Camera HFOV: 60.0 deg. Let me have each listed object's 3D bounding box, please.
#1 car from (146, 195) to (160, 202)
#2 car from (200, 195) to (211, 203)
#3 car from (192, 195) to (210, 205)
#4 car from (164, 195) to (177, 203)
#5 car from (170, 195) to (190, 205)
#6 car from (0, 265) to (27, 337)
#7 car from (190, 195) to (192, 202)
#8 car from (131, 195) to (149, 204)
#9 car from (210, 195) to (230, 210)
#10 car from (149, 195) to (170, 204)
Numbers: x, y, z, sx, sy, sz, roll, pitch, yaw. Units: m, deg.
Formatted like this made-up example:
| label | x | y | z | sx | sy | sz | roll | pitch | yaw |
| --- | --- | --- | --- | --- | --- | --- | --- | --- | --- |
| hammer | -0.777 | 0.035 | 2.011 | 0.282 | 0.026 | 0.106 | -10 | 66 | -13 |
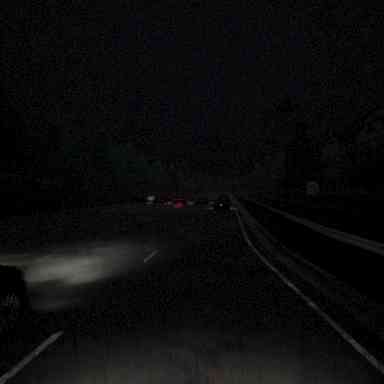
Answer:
| label | x | y | z | sx | sy | sz | roll | pitch | yaw |
| --- | --- | --- | --- | --- | --- | --- | --- | --- | --- |
| car | -7.739 | 1.284 | 66.705 | 1.812 | 1.442 | 4.674 | 0 | 0 | 6 |
| car | 2.699 | 1.344 | 65.570 | 1.994 | 1.385 | 4.181 | 0 | 0 | 6 |
| car | 1.615 | 1.371 | 55.592 | 1.994 | 1.385 | 4.181 | 0 | 0 | 6 |
| car | -4.257 | 1.379 | 66.357 | 1.895 | 1.301 | 4.718 | 0 | 0 | 6 |
| car | -1.906 | 1.306 | 55.589 | 1.837 | 1.490 | 4.892 | 0 | 0 | 6 |
| car | -3.915 | 1.471 | 3.790 | 2.128 | 1.511 | 4.902 | 0 | 0 | 6 |
| car | -0.780 | 1.277 | 65.948 | 1.837 | 1.490 | 4.892 | 0 | 0 | 6 |
| car | -8.865 | 1.292 | 56.346 | 1.837 | 1.490 | 4.892 | 0 | 0 | 6 |
| car | 3.513 | 1.430 | 39.736 | 1.994 | 1.385 | 4.181 | 0 | 0 | 6 |
| car | -5.341 | 1.357 | 56.382 | 1.994 | 1.385 | 4.181 | 0 | 0 | 6 |
